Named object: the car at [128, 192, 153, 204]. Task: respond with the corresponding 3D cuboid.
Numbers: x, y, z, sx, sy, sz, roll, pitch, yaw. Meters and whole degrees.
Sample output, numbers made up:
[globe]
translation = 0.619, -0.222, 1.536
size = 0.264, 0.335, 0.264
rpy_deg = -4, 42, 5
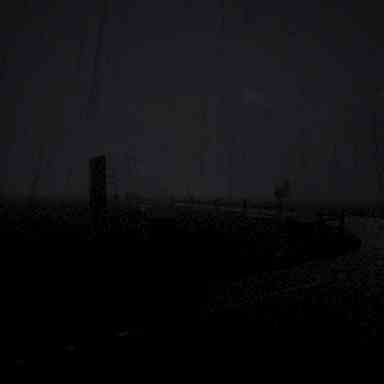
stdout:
[car]
translation = -7.369, 0.824, 47.417
size = 1.882, 1.535, 5.008
rpy_deg = -1, 1, -36
